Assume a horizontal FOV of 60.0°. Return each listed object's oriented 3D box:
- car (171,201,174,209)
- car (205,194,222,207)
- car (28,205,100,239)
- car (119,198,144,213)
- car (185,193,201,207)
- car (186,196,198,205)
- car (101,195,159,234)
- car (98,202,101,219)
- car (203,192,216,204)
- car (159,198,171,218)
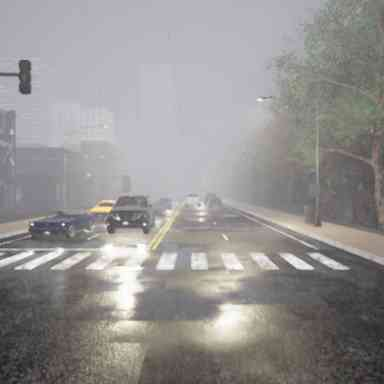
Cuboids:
[{"bbox_3d":[-3.326,1.441,40.273,1.812,1.442,4.674,0,0,1],"label":"car"},{"bbox_3d":[3.360,1.402,48.459,1.837,1.490,4.892,0,0,0],"label":"car"},{"bbox_3d":[-6.605,1.565,17.397,1.895,1.301,4.718,0,0,0],"label":"car"},{"bbox_3d":[-6.582,1.428,36.633,1.837,1.490,4.892,0,0,0],"label":"car"},{"bbox_3d":[0.112,1.119,48.375,2.150,2.045,5.566,0,0,0],"label":"car"},{"bbox_3d":[0.011,1.421,58.999,2.033,1.411,5.357,0,0,0],"label":"car"},{"bbox_3d":[-3.360,1.181,19.248,2.150,2.045,5.566,0,0,-1],"label":"car"},{"bbox_3d":[-6.595,1.422,26.528,1.882,1.535,5.008,0,0,0],"label":"car"},{"bbox_3d":[3.262,1.095,58.921,2.150,2.045,5.566,0,0,0],"label":"car"},{"bbox_3d":[-3.346,1.485,29.823,2.033,1.411,5.357,0,0,0],"label":"car"}]
